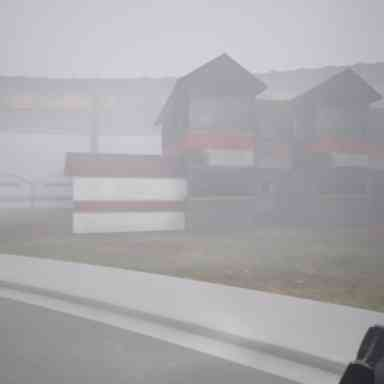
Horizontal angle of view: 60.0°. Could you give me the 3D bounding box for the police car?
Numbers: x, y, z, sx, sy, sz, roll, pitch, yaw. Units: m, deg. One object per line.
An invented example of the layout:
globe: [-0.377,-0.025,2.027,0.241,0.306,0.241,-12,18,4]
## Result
police car: [3.388,1.423,1.312,5.238,1.638,1.930,0,0,37]
